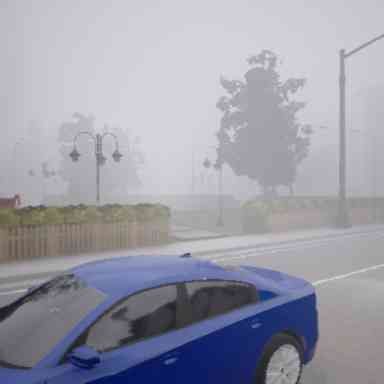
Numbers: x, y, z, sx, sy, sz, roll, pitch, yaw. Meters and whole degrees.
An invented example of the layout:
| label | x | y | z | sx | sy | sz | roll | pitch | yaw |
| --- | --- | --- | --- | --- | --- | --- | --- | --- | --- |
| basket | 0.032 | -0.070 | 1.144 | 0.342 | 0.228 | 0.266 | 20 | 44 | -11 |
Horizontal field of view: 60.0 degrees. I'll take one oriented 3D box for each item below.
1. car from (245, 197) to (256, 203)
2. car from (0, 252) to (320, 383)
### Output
| label | x | y | z | sx | sy | sz | roll | pitch | yaw |
| --- | --- | --- | --- | --- | --- | --- | --- | --- | --- |
| car | 10.705 | 1.520 | 55.065 | 1.812 | 1.442 | 4.674 | 0 | 0 | -34 |
| car | -0.737 | 1.478 | 3.463 | 5.008 | 1.535 | 1.882 | 0 | 0 | -35 |
